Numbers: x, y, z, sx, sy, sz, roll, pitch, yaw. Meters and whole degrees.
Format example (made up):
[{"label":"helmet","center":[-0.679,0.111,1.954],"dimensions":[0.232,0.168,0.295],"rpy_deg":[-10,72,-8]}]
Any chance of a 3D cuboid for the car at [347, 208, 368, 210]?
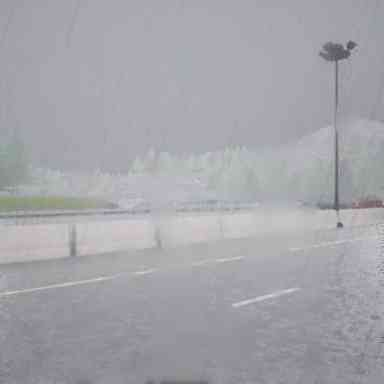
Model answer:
[{"label":"car","center":[21.029,1.376,40.535],"dimensions":[5.566,2.045,2.150],"rpy_deg":[0,0,-35]}]
